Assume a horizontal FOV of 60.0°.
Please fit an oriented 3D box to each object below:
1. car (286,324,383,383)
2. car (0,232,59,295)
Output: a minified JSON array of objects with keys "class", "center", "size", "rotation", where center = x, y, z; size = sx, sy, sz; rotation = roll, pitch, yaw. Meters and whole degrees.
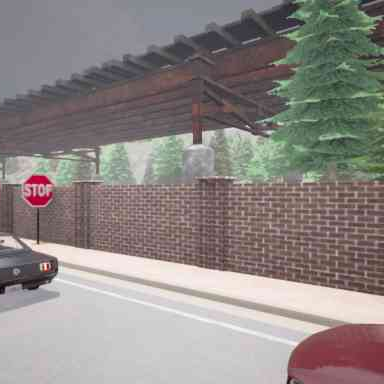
[{"class":"car","center":[2.887,1.526,1.884],"size":[4.674,1.442,1.812],"rotation":[0,0,36]},{"class":"car","center":[-5.265,1.601,7.805],"size":[4.718,1.301,1.895],"rotation":[0,0,36]}]
